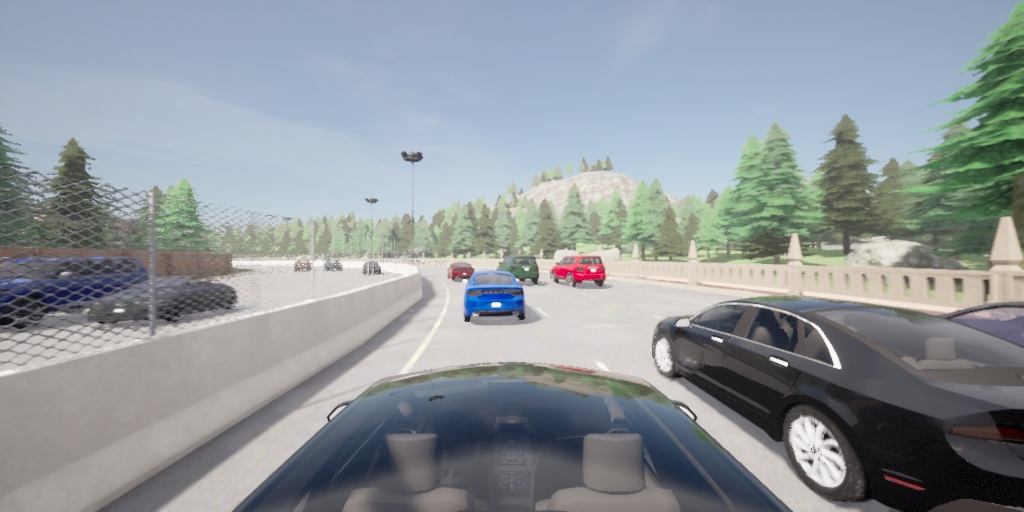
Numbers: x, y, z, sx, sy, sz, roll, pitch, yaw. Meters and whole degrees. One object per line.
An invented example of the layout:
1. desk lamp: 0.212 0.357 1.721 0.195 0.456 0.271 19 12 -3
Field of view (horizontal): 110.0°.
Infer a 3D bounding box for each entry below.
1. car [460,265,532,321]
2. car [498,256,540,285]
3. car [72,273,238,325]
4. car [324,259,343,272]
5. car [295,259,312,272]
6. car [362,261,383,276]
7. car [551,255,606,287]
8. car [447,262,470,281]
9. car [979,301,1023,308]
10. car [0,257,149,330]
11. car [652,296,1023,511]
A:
1. car: -0.717 1.242 12.655 1.882 1.535 5.008 0 0 -6
2. car: 0.346 0.995 26.562 2.150 2.045 5.566 0 0 -14
3. car: -11.410 1.373 12.140 1.994 1.385 4.181 0 0 -8
4. car: -25.125 1.259 50.417 2.097 1.767 4.553 0 0 -32
5. car: -29.412 1.277 50.626 2.097 1.767 4.553 0 0 -33
6. car: -15.768 1.363 40.401 1.837 1.490 4.892 0 -1 -25
7. car: 4.407 0.976 24.513 2.150 2.045 5.566 0 0 -12
8. car: -4.433 1.276 30.618 1.882 1.535 5.008 0 0 -16
9. car: 6.958 1.271 4.354 2.033 1.411 5.357 0 0 -2
10. car: -14.809 1.045 11.623 2.150 2.045 5.566 0 0 -7
11. car: 3.403 1.243 4.399 1.837 1.490 4.892 0 0 -1
